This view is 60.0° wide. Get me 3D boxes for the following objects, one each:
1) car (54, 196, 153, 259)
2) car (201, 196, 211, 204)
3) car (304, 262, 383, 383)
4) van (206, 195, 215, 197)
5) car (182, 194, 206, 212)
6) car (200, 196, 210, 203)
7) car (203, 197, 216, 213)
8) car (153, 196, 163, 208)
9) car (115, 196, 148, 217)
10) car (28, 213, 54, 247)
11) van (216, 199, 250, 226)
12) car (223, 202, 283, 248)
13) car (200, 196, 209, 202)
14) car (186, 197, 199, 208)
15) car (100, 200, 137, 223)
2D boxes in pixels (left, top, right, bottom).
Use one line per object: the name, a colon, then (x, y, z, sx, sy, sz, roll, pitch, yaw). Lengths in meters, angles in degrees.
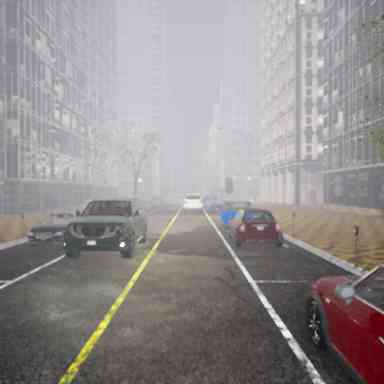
car: (-3.064, 1.228, 13.001, 2.150, 2.045, 5.566, 0, 0, 0)
car: (2.732, 1.577, 66.078, 1.947, 1.339, 4.313, -1, 0, 0)
car: (2.682, 1.441, 3.559, 1.967, 1.590, 4.097, -1, 0, 0)
van: (2.677, 1.353, 49.029, 1.690, 1.788, 3.998, -1, 0, 0)
car: (0.105, 1.234, 38.282, 2.150, 2.045, 5.566, 0, 0, -1)
car: (2.790, 1.592, 71.762, 1.802, 1.307, 4.206, -1, 0, 0)
car: (2.680, 1.561, 37.661, 2.008, 1.369, 4.403, -1, 0, 0)
car: (-5.701, 1.594, 49.028, 1.802, 1.307, 4.206, -1, 0, 0)
car: (-5.702, 1.324, 31.977, 2.192, 1.841, 5.009, -1, 0, 0)
car: (-5.699, 1.556, 14.926, 2.008, 1.369, 4.403, -1, 0, 0)
van: (2.679, 1.347, 20.609, 1.690, 1.788, 3.998, -1, 0, 0)
car: (2.680, 1.445, 14.926, 1.967, 1.590, 4.097, -1, 0, 0)
car: (2.808, 1.574, 77.447, 1.947, 1.339, 4.313, -1, 0, 0)
car: (0.097, 1.490, 50.605, 1.882, 1.535, 5.008, 0, 0, 0)
car: (-5.700, 1.448, 26.293, 1.967, 1.590, 4.097, -1, 0, 0)
